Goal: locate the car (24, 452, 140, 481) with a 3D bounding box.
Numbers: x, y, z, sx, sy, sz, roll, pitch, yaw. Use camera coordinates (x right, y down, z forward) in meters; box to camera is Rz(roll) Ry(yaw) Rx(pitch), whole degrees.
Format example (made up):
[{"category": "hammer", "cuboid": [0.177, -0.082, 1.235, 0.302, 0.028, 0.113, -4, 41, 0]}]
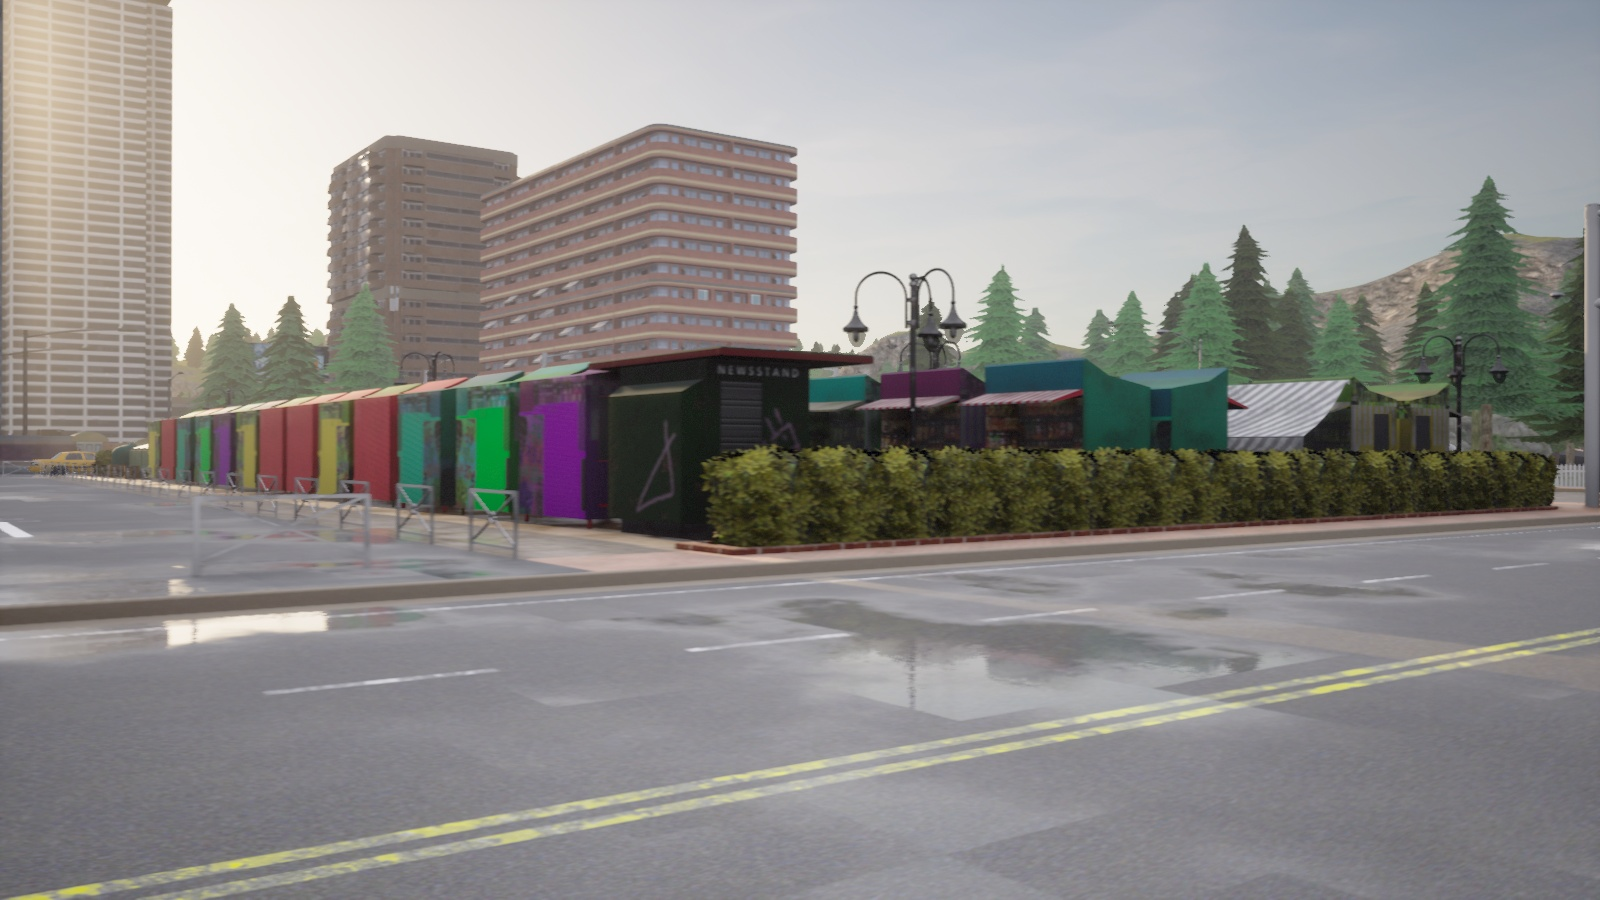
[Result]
[{"category": "car", "cuboid": [-39.628, 0.882, 69.399, 5.366, 1.575, 1.801, 0, 0, -37]}]
